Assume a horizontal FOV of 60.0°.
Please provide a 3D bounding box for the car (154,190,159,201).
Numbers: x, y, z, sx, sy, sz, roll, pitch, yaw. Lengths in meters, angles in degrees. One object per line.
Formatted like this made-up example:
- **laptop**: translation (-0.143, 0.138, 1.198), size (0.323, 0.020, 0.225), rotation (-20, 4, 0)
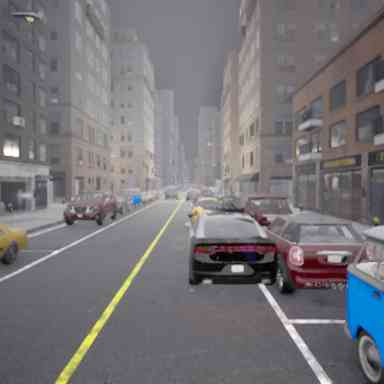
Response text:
- **car**: translation (-5.637, 0.495, 42.093), size (1.752, 1.417, 4.829), rotation (0, 1, 0)

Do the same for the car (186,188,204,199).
- **car**: translation (0.227, 0.504, 43.240), size (1.994, 1.385, 4.181), rotation (0, 1, 0)

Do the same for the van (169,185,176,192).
- **van**: translation (-5.373, -0.958, 91.862), size (1.690, 1.788, 3.998), rotation (0, 1, 0)

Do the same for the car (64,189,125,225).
- **car**: translation (-5.756, 0.838, 19.591), size (2.192, 1.841, 5.009), rotation (0, 1, 0)

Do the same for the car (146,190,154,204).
- **car**: translation (-5.667, 0.638, 36.426), size (1.752, 1.417, 4.829), rotation (0, 1, 0)

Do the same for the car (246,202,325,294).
- **car**: translation (2.709, 1.237, 8.226), size (1.967, 1.590, 4.097), rotation (0, 1, 0)

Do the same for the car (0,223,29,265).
- **car**: translation (-5.817, 1.327, 8.093), size (1.752, 1.417, 4.829), rotation (0, 1, 0)

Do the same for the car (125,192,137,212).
- **car**: translation (-5.726, 0.936, 25.262), size (2.008, 1.369, 4.403), rotation (0, 1, 0)

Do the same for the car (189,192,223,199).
- **car**: translation (0.886, 0.990, 19.063), size (1.801, 1.575, 5.366), rotation (0, 1, 0)

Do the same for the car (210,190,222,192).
- **car**: translation (2.829, 0.798, 30.898), size (2.008, 1.369, 4.403), rotation (0, 1, 0)

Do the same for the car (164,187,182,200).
- **car**: translation (-2.776, 0.365, 46.504), size (1.837, 1.490, 4.892), rotation (0, 1, 1)

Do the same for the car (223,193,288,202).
- **car**: translation (2.739, 0.974, 13.890), size (2.192, 1.841, 5.009), rotation (0, 1, 0)

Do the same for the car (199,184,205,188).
- **car**: translation (3.064, -0.428, 75.085), size (1.967, 1.590, 4.097), rotation (0, 1, 0)

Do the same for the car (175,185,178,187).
- **car**: translation (-5.403, -0.839, 86.279), size (2.192, 1.841, 5.009), rotation (0, 1, 0)

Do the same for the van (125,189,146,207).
- **van**: translation (-5.697, 0.589, 30.924), size (1.690, 1.788, 3.998), rotation (0, 1, 0)

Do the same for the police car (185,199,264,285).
- **police car**: translation (0.842, 1.204, 8.971), size (1.930, 1.638, 5.238), rotation (0, 1, -1)

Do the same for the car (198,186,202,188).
- **car**: translation (0.279, 0.167, 53.131), size (1.882, 1.535, 5.008), rotation (0, 1, 0)

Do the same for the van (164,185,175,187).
- **van**: translation (-5.462, -0.526, 75.110), size (1.690, 1.788, 3.998), rotation (0, 1, 0)

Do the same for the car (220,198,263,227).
- **car**: translation (2.769, 1.088, 19.564), size (1.947, 1.339, 4.313), rotation (0, 1, 0)

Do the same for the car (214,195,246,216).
- **car**: translation (2.799, 0.950, 25.231), size (1.947, 1.339, 4.313), rotation (0, 1, 0)

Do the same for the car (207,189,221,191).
- **car**: translation (2.860, 0.689, 36.567), size (1.802, 1.307, 4.206), rotation (0, 1, 0)

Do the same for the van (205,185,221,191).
- **van**: translation (2.890, 0.306, 42.229), size (1.690, 1.788, 3.998), rotation (0, 1, 0)

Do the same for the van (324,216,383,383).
- **van**: translation (2.679, 1.275, 2.556), size (1.690, 1.788, 3.998), rotation (0, 1, 0)
